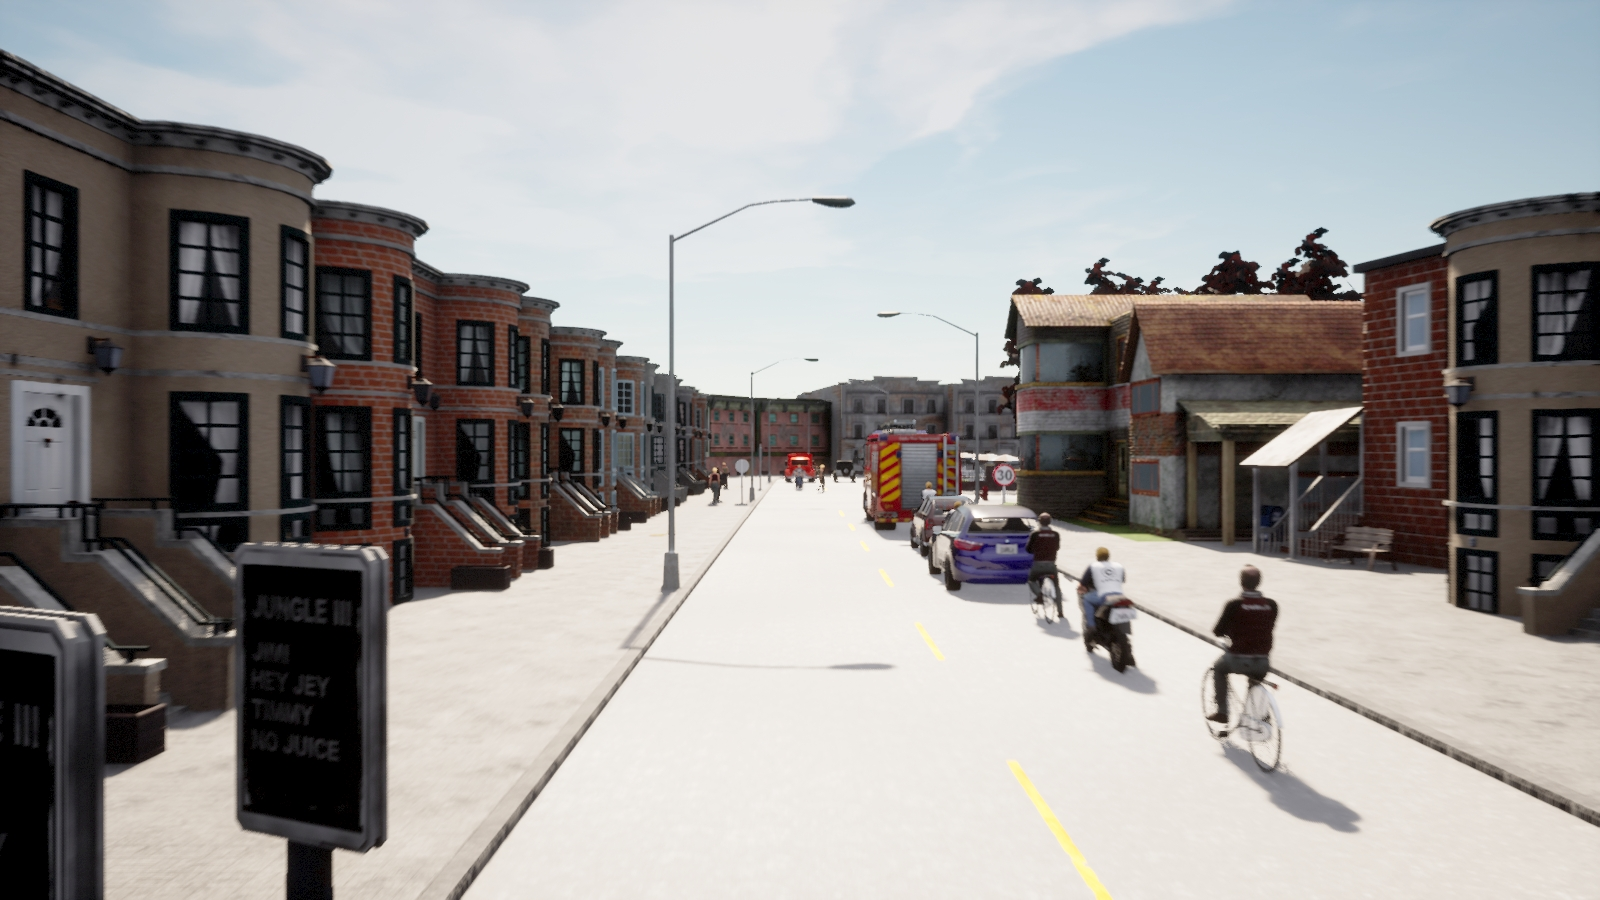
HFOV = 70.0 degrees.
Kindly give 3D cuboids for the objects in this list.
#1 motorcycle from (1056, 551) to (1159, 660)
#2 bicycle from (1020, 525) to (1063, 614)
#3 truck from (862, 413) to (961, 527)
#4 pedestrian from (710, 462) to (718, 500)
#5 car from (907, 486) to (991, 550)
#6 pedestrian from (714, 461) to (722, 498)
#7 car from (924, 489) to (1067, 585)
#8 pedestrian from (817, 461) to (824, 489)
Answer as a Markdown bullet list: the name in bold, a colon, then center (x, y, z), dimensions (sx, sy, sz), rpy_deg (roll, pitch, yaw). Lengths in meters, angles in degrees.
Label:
- **motorcycle**: center (3.995, 1.993, 15.008), dimensions (0.803, 1.145, 2.033), rpy_deg (0, 0, 0)
- **bicycle**: center (3.987, 1.940, 18.920), dimensions (0.329, 1.271, 1.835), rpy_deg (0, 0, 0)
- **truck**: center (3.981, 0.671, 42.842), dimensions (2.891, 3.827, 8.468), rpy_deg (0, 0, 0)
- **pedestrian**: center (-4.230, 1.523, 56.259), dimensions (0.375, 1.860, 0.375), rpy_deg (0, 0, 4)
- **car**: center (3.996, 1.800, 31.183), dimensions (1.789, 1.549, 3.705), rpy_deg (0, 0, 0)
- **pedestrian**: center (-4.256, 1.524, 59.194), dimensions (0.375, 1.860, 0.375), rpy_deg (0, 0, -1)
- **car**: center (3.993, 1.747, 24.172), dimensions (2.242, 1.667, 4.611), rpy_deg (0, 0, 0)
- **pedestrian**: center (1.338, 1.628, 74.333), dimensions (0.375, 1.860, 0.375), rpy_deg (0, 0, -14)
